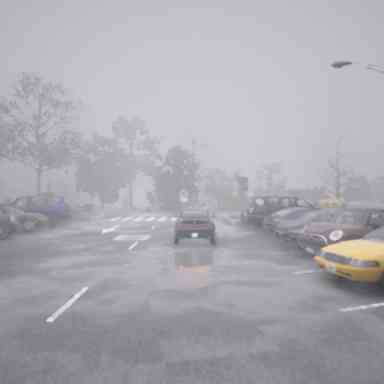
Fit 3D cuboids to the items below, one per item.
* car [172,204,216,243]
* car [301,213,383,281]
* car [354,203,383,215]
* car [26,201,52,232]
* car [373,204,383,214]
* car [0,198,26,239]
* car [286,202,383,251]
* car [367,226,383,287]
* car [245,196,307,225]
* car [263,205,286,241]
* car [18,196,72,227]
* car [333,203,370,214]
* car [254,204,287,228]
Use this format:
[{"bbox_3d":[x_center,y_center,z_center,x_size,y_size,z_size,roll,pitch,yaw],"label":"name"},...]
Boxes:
[{"bbox_3d":[0.117,1.539,16.230,1.837,1.490,4.892,0,0,0],"label":"car"},{"bbox_3d":[5.839,1.501,8.862,5.366,1.575,1.946,1,0,-20],"label":"car"},{"bbox_3d":[28.148,2.623,51.871,2.231,1.521,4.892,2,-1,-21],"label":"car"},{"bbox_3d":[-10.934,1.527,19.206,4.892,1.521,2.231,-1,0,-20],"label":"car"},{"bbox_3d":[31.469,2.723,52.088,1.946,1.575,5.366,2,-1,-21],"label":"car"},{"bbox_3d":[-10.902,1.394,16.192,4.553,1.767,2.185,-1,0,-20],"label":"car"},{"bbox_3d":[6.045,1.387,11.899,4.553,1.767,2.185,1,0,-20],"label":"car"},{"bbox_3d":[6.007,1.501,5.979,4.892,1.521,2.231,1,0,-20],"label":"car"},{"bbox_3d":[6.049,1.279,20.784,5.566,2.045,2.435,1,0,-20],"label":"car"},{"bbox_3d":[6.021,1.519,14.850,4.892,1.521,2.231,1,0,-20],"label":"car"},{"bbox_3d":[-10.948,1.282,22.210,5.566,2.045,2.435,-1,0,-20],"label":"car"},{"bbox_3d":[24.756,2.519,51.843,2.231,1.521,4.892,3,-1,-21],"label":"car"},{"bbox_3d":[6.019,1.564,17.808,4.674,1.452,2.002,1,0,-20],"label":"car"}]
